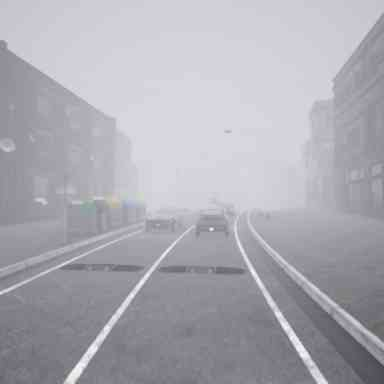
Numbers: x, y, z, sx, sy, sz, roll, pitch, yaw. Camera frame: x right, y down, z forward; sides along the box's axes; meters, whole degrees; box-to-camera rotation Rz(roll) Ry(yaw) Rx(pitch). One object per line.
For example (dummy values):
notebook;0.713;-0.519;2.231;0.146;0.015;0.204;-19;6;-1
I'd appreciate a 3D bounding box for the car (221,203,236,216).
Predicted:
car;3.926;1.966;37.857;2.033;1.411;5.357;0;-1;10

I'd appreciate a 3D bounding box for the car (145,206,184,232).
car;-1.694;1.709;21.915;1.882;1.535;5.008;0;-1;7

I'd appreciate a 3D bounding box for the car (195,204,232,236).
car;1.266;1.705;19.709;1.837;1.490;4.892;0;-1;6
